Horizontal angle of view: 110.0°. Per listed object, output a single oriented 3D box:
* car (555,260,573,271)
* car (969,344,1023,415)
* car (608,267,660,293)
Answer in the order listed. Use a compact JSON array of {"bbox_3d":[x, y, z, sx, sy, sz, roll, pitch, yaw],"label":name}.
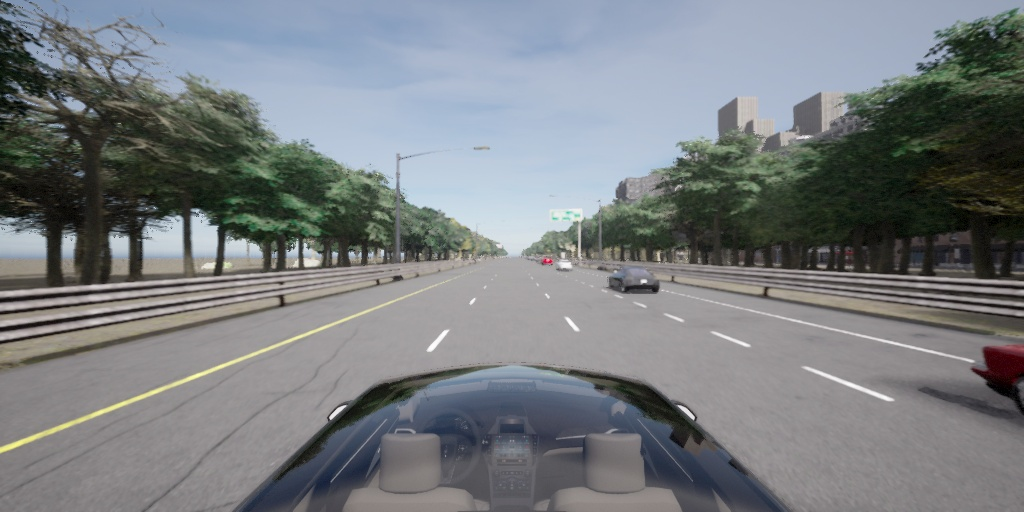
[{"bbox_3d":[7.148,1.281,49.420,1.812,1.442,4.674,0,0,0],"label":"car"},{"bbox_3d":[6.998,1.352,2.543,1.895,1.301,4.718,0,0,0],"label":"car"},{"bbox_3d":[7.030,1.323,21.112,1.994,1.385,4.181,0,0,0],"label":"car"}]
